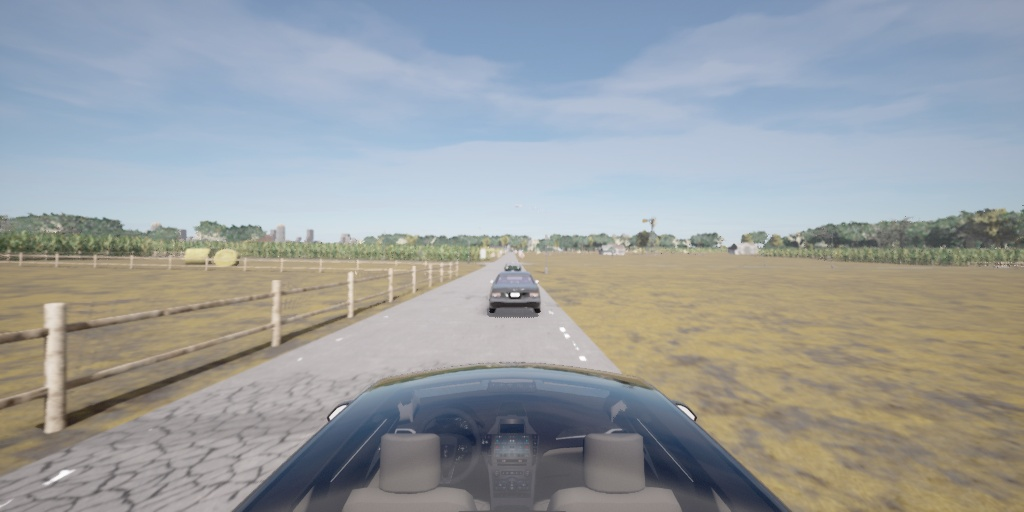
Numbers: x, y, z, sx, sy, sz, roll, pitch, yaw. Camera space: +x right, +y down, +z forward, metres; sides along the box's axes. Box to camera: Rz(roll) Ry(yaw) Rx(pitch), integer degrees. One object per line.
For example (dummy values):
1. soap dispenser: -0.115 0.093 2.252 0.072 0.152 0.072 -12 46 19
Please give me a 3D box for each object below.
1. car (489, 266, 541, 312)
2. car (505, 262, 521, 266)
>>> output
1. car: 0.100 1.289 14.029 2.033 1.411 5.357 0 0 0
2. car: 0.096 1.289 40.595 1.895 1.301 4.718 0 0 0
